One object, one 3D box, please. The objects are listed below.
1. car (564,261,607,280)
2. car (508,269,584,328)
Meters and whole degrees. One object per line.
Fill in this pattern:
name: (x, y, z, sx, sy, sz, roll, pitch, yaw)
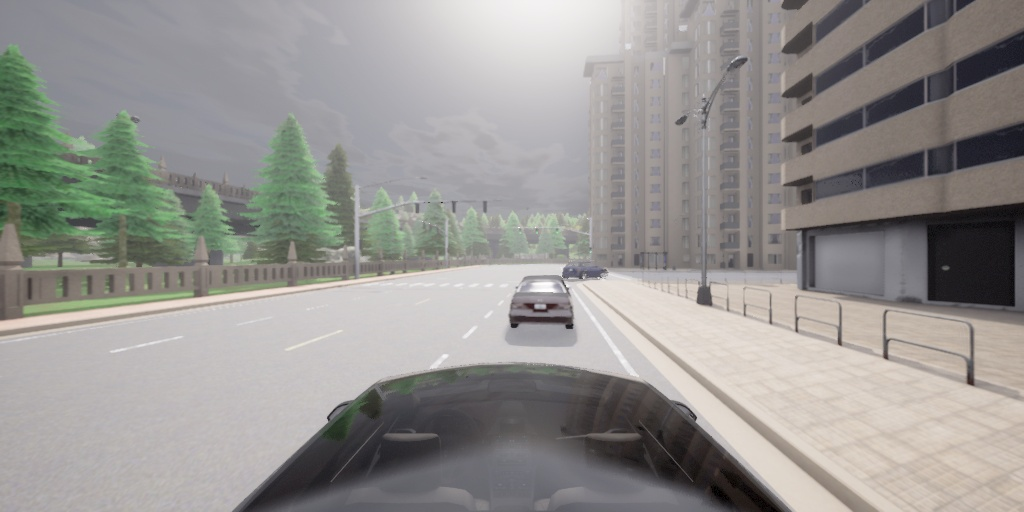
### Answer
car: (6.782, 1.246, 33.055, 4.553, 1.767, 2.097, 0, 1, -43)
car: (0.976, 1.326, 11.545, 2.033, 1.411, 5.357, 0, 0, 6)
